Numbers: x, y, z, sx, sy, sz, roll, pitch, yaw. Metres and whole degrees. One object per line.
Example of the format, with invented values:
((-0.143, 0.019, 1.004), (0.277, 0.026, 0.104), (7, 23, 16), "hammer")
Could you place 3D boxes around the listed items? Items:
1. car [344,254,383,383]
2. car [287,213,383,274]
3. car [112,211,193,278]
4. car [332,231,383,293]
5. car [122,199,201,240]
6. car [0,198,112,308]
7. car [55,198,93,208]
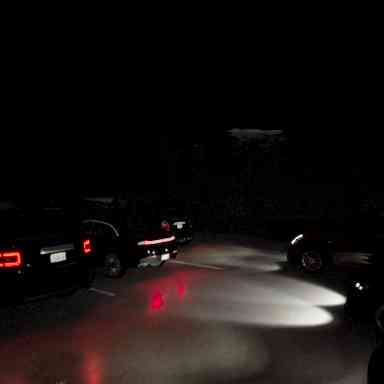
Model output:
((3.554, 1.474, 1.452), (5.008, 1.535, 1.882), (0, 0, 35), "car")
((4.981, 1.352, 9.040), (4.553, 1.767, 2.097), (0, 0, 36), "car")
((-2.666, 1.491, 10.154), (4.902, 1.511, 2.128), (0, 0, 36), "car")
((4.607, 1.564, 4.996), (4.181, 1.385, 1.994), (0, 0, 36), "car")
((-2.206, 1.351, 14.123), (4.553, 1.767, 2.097), (0, 0, 35), "car")
((-4.551, 1.221, 7.228), (5.566, 2.045, 2.150), (0, 0, 33), "car")
((-16.666, 1.492, 47.153), (1.895, 1.301, 4.718), (0, 0, 44), "car")
